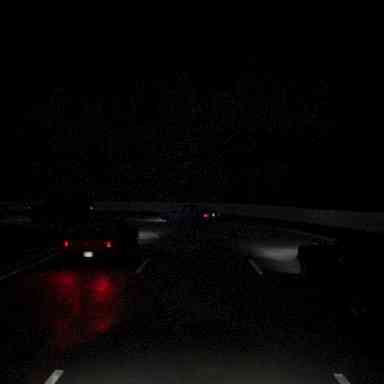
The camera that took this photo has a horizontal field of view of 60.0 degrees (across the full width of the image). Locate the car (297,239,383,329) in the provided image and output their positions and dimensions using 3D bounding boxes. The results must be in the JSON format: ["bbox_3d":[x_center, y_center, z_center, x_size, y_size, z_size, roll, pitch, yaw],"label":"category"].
[{"bbox_3d":[3.728,1.646,6.962,1.895,1.301,4.718,0,0,1],"label":"car"}]

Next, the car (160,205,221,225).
[{"bbox_3d":[-0.194,1.691,25.406,2.033,1.411,5.357,1,-1,-42],"label":"car"}]

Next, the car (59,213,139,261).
[{"bbox_3d":[-3.230,1.668,12.581,1.895,1.301,4.718,0,0,0],"label":"car"}]

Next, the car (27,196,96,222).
[{"bbox_3d":[-10.655,1.363,27.249,5.566,2.045,2.150,0,-1,14],"label":"car"}]
